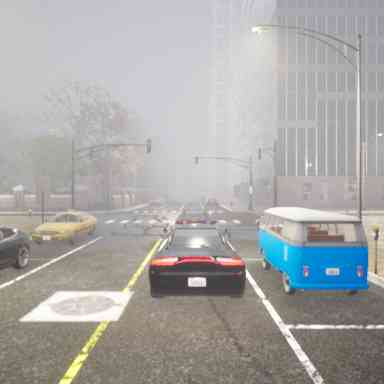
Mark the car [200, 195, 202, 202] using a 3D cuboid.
[{"bbox_3d":[2.762,1.529,52.231,1.947,1.339,4.313,0,0,0],"label":"car"}]

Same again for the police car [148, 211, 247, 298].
[{"bbox_3d":[0.108,1.499,8.610,2.038,1.542,4.974,0,0,0],"label":"police car"}]

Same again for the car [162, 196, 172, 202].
[{"bbox_3d":[-5.588,1.523,74.971,1.802,1.307,4.206,0,0,0],"label":"car"}]

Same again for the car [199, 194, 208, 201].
[{"bbox_3d":[2.801,1.373,80.636,1.967,1.590,4.097,0,0,0],"label":"car"}]

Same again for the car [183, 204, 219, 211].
[{"bbox_3d":[0.123,1.552,17.573,1.994,1.385,4.181,0,0,0],"label":"car"}]

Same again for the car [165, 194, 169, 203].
[{"bbox_3d":[-5.612,1.509,57.922,2.008,1.369,4.403,0,0,0],"label":"car"}]

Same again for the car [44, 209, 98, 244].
[{"bbox_3d":[-5.797,1.515,15.669,1.752,1.417,4.829,0,0,0],"label":"car"}]

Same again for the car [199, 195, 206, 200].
[{"bbox_3d":[2.817,1.435,92.172,1.752,1.417,4.829,0,0,0],"label":"car"}]

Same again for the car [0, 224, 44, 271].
[{"bbox_3d":[-5.759,1.561,8.435,1.947,1.339,4.313,0,0,0],"label":"car"}]

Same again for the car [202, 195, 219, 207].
[{"bbox_3d":[2.755,1.407,46.550,1.967,1.590,4.097,0,0,0],"label":"car"}]

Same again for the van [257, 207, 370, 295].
[{"bbox_3d":[2.785,1.336,8.425,1.690,1.788,3.998,0,0,0],"label":"van"}]

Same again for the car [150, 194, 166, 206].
[{"bbox_3d":[-5.619,1.507,52.240,1.887,1.381,4.507,0,0,0],"label":"car"}]

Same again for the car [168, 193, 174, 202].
[{"bbox_3d":[-5.595,1.264,69.289,2.192,1.841,5.009,0,0,0],"label":"car"}]

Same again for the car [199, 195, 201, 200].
[{"bbox_3d":[2.793,1.507,74.955,1.947,1.339,4.313,0,0,0],"label":"car"}]
